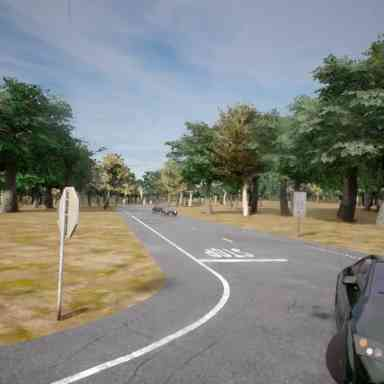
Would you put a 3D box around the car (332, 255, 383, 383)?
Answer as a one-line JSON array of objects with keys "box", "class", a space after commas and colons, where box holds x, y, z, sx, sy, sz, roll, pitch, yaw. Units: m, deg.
[{"box": [3.110, 1.643, 4.624, 1.994, 1.385, 4.181, 1, -1, 22], "class": "car"}]

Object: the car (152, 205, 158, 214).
[{"box": [-5.662, 2.962, 56.886, 1.882, 1.535, 5.008, 3, -2, -14], "class": "car"}]

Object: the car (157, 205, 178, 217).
[{"box": [-3.419, 2.851, 48.036, 1.895, 1.301, 4.718, 3, -2, -13], "class": "car"}]
